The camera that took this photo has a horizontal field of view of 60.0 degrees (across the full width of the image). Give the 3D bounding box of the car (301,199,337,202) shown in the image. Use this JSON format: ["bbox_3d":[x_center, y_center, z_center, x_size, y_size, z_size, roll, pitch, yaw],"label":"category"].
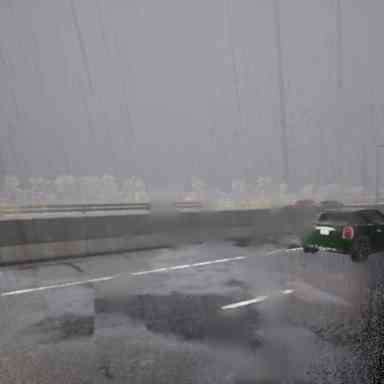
[{"bbox_3d":[14.110,1.557,35.002,4.892,1.490,1.837,0,0,-34],"label":"car"}]

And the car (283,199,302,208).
[{"bbox_3d":[12.570,1.537,38.187,5.008,1.535,1.882,0,0,-34],"label":"car"}]

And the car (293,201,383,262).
[{"bbox_3d":[6.179,1.363,12.334,4.553,1.767,2.097,0,0,-35],"label":"car"}]
